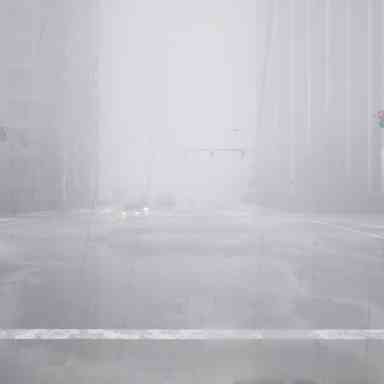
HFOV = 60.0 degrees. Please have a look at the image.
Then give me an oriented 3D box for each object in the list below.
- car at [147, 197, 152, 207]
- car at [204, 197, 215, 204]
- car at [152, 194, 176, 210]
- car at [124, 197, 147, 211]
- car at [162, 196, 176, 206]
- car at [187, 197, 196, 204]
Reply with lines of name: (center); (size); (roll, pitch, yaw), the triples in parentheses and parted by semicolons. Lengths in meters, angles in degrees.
car: (-7.152, 1.497, 50.695); (2.128, 1.511, 4.902); (0, 0, 0)
car: (3.417, 1.608, 64.962); (1.895, 1.301, 4.718); (0, 0, 0)
car: (-3.655, 1.226, 44.303); (2.150, 2.045, 5.566); (0, 0, 0)
car: (-7.151, 1.482, 41.208); (1.882, 1.535, 5.008); (0, 0, 0)
car: (-3.649, 1.483, 54.298); (1.882, 1.535, 5.008); (0, 0, 0)
car: (-0.083, 1.608, 65.497); (1.895, 1.301, 4.718); (0, 0, 0)
